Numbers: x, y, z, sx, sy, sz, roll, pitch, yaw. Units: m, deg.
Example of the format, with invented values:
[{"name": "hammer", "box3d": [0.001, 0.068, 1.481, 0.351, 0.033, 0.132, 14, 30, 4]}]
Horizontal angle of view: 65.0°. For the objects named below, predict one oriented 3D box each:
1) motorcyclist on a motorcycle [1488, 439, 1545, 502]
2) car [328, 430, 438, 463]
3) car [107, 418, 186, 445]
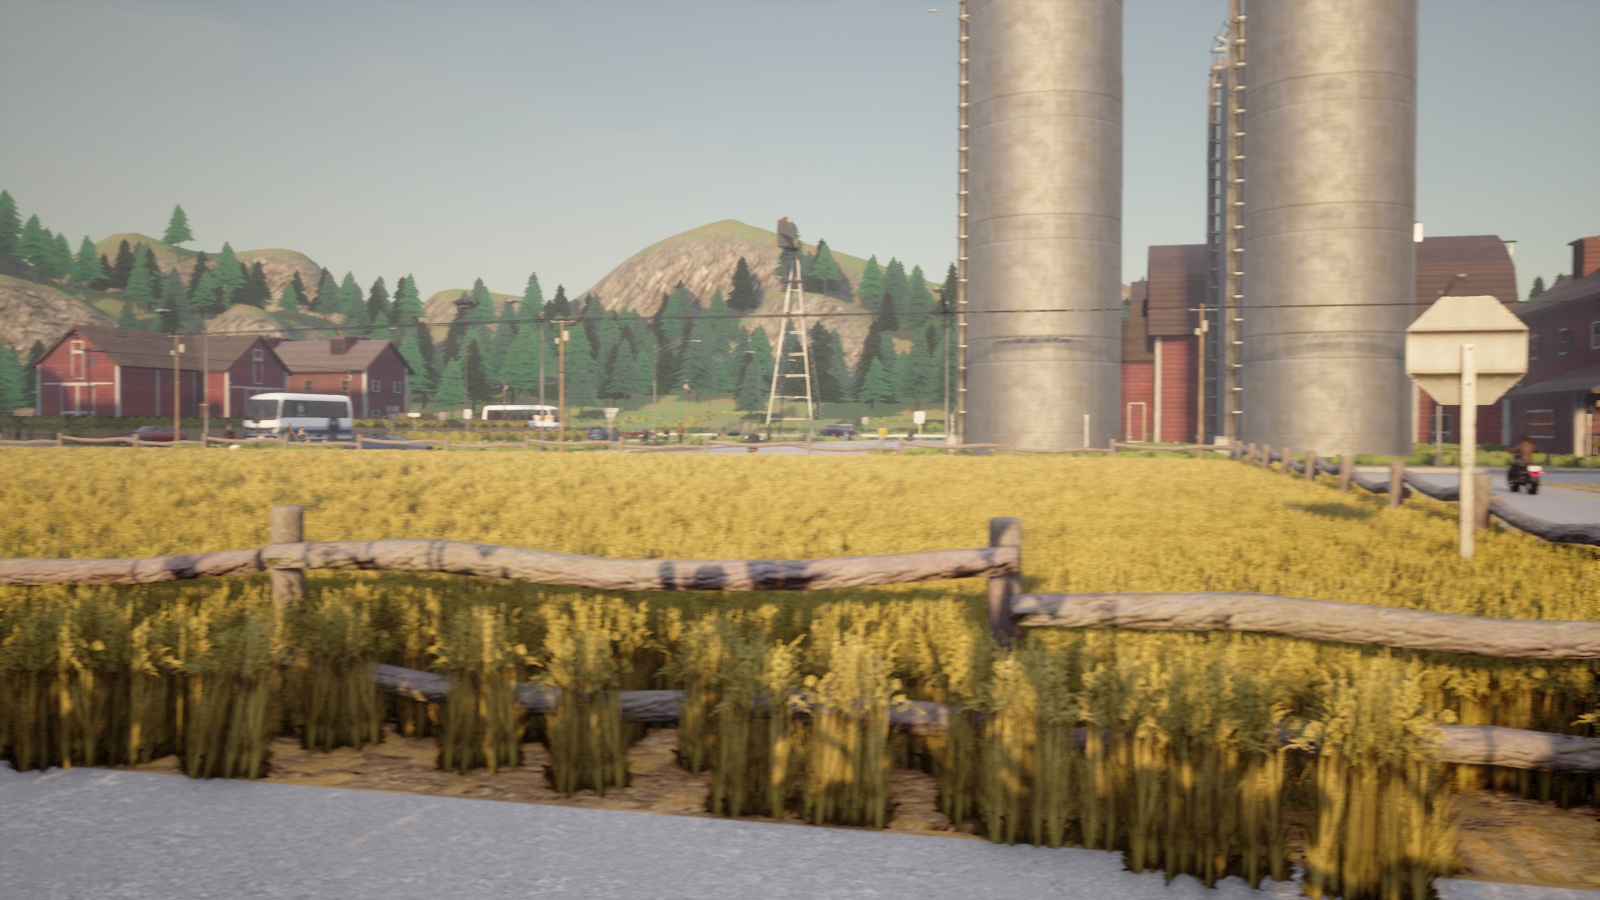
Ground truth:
[{"name": "motorcyclist on a motorcycle", "box3d": [19.703, 0.540, 34.585, 0.766, 1.649, 2.350, 1, 1, 15]}, {"name": "car", "box3d": [-18.334, -0.166, 55.319, 4.181, 1.385, 1.994, 1, 1, 14]}, {"name": "car", "box3d": [-45.598, -1.304, 87.714, 2.097, 1.767, 4.553, 1, 1, 25]}]
